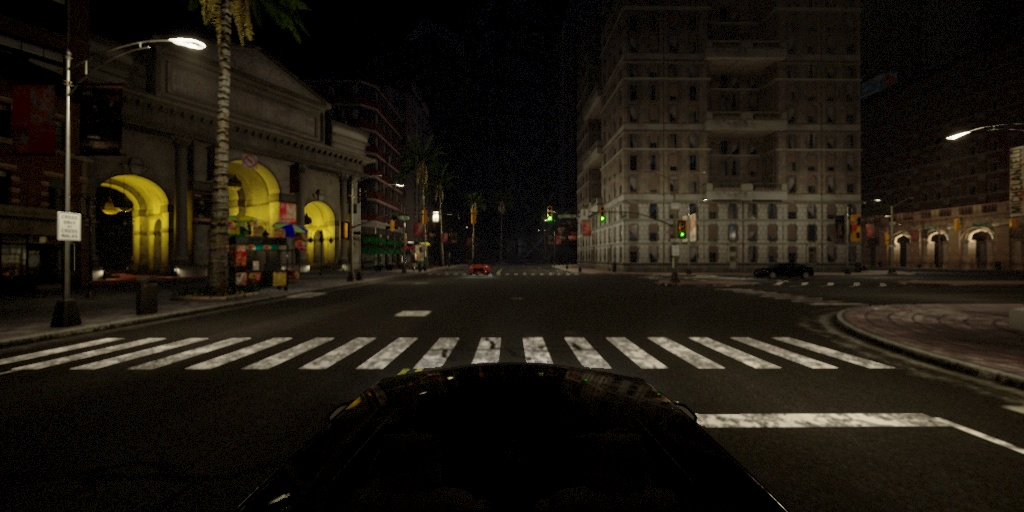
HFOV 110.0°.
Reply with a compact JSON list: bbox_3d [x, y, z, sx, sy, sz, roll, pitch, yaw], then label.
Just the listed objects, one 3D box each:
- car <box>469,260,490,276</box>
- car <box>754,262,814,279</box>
[{"bbox_3d":[-3.598,1.223,40.669,2.097,1.767,4.553,0,0,0],"label":"car"},{"bbox_3d":[25.748,1.368,34.087,5.008,1.535,1.882,0,0,0],"label":"car"}]
